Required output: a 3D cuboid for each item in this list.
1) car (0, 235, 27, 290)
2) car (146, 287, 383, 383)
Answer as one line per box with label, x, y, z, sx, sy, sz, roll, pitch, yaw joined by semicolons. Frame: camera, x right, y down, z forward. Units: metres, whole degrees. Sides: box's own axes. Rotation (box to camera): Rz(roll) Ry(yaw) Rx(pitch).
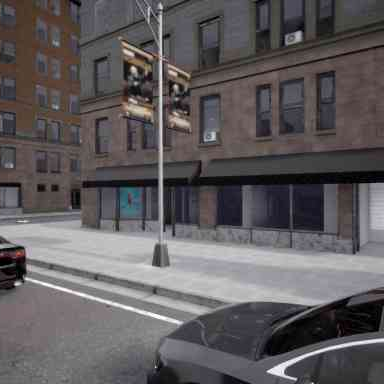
car;-5.911;1.478;7.878;5.008;1.535;1.882;0;0;35
car;1.823;1.505;2.388;4.892;1.490;1.837;0;0;35
